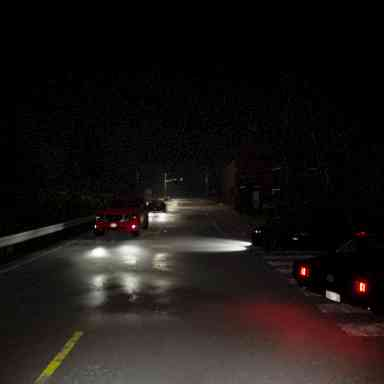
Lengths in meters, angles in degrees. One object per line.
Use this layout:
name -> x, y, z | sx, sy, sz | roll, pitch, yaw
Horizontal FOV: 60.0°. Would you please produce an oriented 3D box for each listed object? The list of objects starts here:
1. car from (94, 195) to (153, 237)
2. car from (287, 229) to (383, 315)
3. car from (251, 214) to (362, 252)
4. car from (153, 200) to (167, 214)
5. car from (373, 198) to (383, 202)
car -> -3.734, 1.221, 18.520 | 2.150, 2.045, 5.566 | 0, 0, 0
car -> 4.505, 1.601, 7.103 | 4.718, 1.301, 1.895 | 0, 0, -29
car -> 4.438, 1.564, 12.924 | 4.181, 1.385, 1.994 | 0, 0, 21
car -> -3.779, 1.564, 35.961 | 1.994, 1.385, 4.181 | 0, 0, 0
car -> 27.130, 1.506, 46.961 | 1.816, 1.474, 4.193 | 0, 0, -1
